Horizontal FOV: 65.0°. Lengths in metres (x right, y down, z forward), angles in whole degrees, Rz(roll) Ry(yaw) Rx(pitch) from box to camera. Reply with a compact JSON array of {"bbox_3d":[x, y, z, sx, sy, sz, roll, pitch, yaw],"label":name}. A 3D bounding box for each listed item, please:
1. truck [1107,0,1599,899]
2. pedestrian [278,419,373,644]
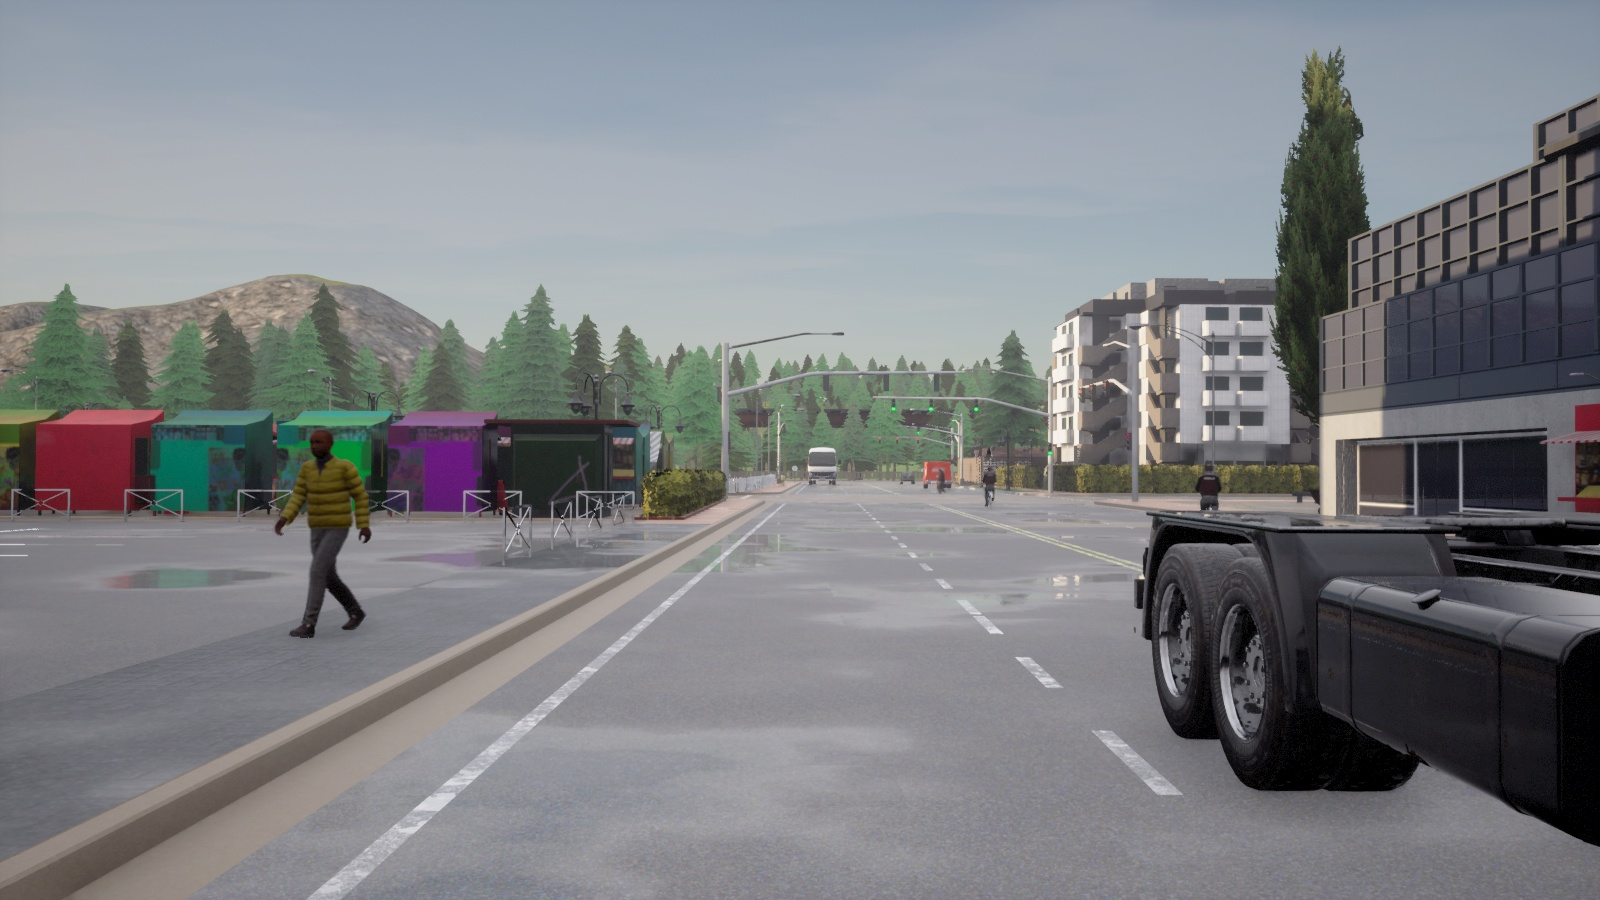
[{"bbox_3d":[3.537,-0.102,4.747,2.891,3.462,7.936,0,-1,1],"label":"truck"},{"bbox_3d":[-4.018,0.668,10.661,0.370,1.835,0.726,-1,-1,20],"label":"pedestrian"}]
